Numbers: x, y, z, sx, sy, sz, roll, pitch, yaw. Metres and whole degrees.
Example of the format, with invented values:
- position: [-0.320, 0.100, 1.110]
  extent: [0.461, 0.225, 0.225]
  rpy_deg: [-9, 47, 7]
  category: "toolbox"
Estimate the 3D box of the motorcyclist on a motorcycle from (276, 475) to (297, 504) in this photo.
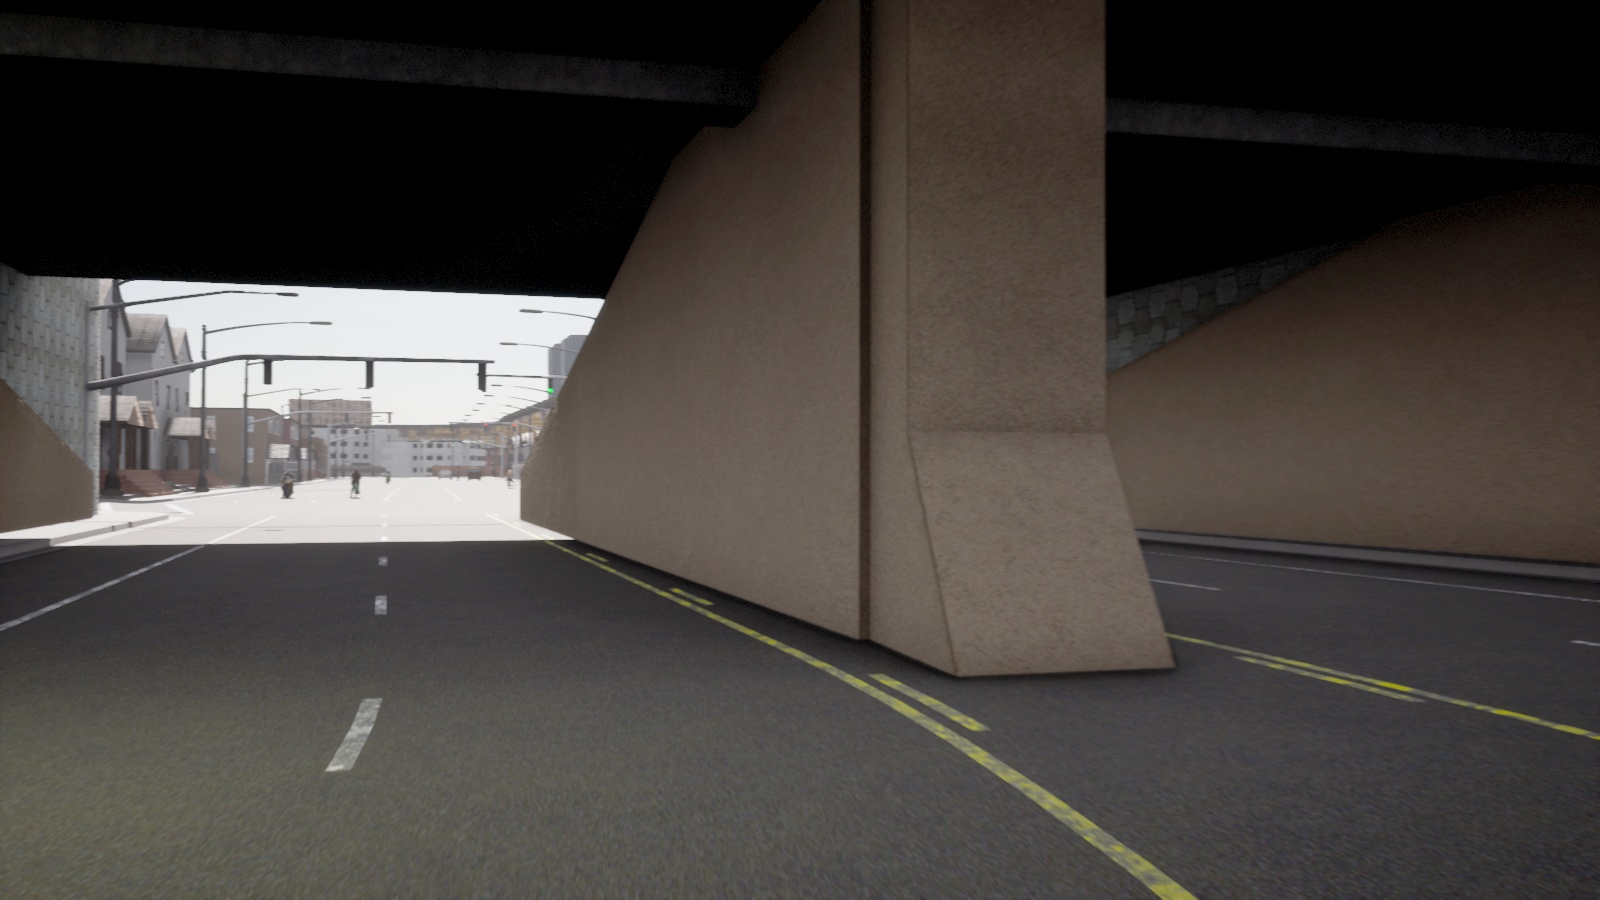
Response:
- position: [-27.897, 2.140, 68.264]
  extent: [0.866, 1.530, 2.191]
  rpy_deg: [0, -1, -18]
  category: "motorcyclist on a motorcycle"
